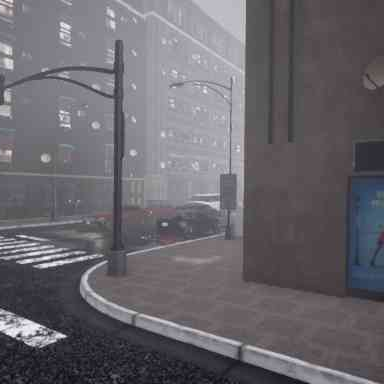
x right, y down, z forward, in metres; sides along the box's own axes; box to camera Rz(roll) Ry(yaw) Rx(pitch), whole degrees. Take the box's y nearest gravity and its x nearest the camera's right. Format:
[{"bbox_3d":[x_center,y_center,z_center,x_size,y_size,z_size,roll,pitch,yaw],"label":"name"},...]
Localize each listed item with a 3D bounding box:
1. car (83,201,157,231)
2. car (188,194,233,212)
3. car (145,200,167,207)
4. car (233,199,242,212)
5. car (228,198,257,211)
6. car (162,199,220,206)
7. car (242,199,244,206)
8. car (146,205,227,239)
[{"bbox_3d":[-4.569,1.487,20.829,1.812,1.442,4.674,1,1,35],"label":"car"},{"bbox_3d":[1.096,1.171,28.919,2.150,2.045,5.566,1,1,35],"label":"car"},{"bbox_3d":[-3.368,1.362,26.841,1.967,1.590,4.097,1,1,35],"label":"car"},{"bbox_3d":[3.041,1.224,35.996,2.192,1.841,5.009,1,1,35],"label":"car"},{"bbox_3d":[6.242,1.483,40.576,1.802,1.307,4.206,1,1,35],"label":"car"},{"bbox_3d":[0.415,1.500,22.804,1.837,1.490,4.892,1,1,35],"label":"car"},{"bbox_3d":[6.961,1.289,37.281,2.097,1.767,4.553,1,1,35],"label":"car"},{"bbox_3d":[-0.117,1.599,17.746,1.947,1.339,4.313,1,1,35],"label":"car"}]
